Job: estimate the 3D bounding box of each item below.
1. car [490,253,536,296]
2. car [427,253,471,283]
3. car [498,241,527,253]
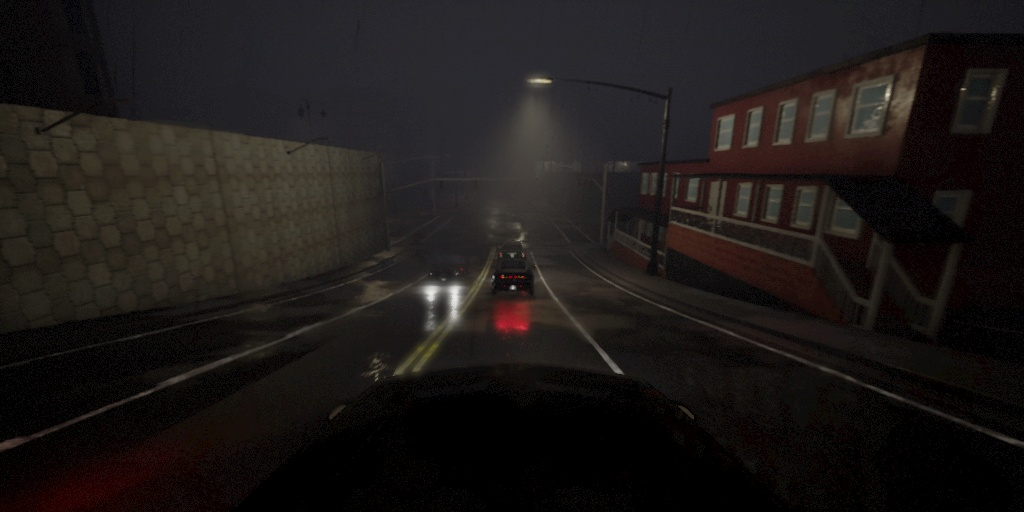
[{"bbox_3d":[0.055,0.874,16.682,1.837,1.490,4.892,0,3,0],"label":"car"},{"bbox_3d":[-3.497,0.580,20.972,2.033,1.411,5.357,0,5,0],"label":"car"},{"bbox_3d":[0.016,-0.331,26.914,2.097,1.767,4.553,0,8,0],"label":"car"}]
